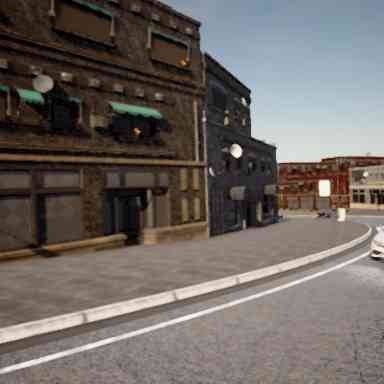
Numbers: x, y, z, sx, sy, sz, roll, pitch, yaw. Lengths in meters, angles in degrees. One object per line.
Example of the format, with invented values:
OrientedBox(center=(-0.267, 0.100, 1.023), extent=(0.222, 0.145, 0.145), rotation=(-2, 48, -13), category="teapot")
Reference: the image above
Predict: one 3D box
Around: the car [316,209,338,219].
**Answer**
OrientedBox(center=(21.528, 3.484, 53.009), extent=(1.837, 1.490, 4.892), rotation=(-2, -3, -3), category="car")

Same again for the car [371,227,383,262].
OrientedBox(center=(7.905, 1.672, 12.091), extent=(1.812, 1.442, 4.674), rotation=(-1, -2, 39), category="car")
